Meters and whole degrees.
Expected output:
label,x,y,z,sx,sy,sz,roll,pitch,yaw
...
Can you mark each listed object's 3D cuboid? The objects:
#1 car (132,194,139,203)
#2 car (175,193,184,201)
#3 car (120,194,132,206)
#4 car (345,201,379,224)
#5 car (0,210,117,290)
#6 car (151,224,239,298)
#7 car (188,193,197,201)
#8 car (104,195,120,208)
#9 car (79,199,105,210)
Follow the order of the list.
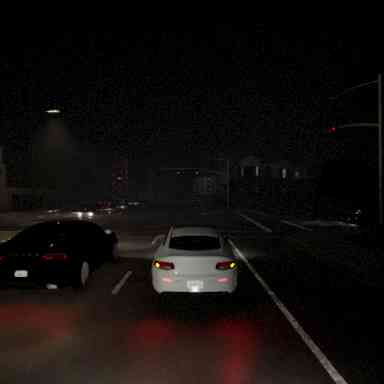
label,x,y,z,sx,sy,sz,roll,pitch,yaw
car,-13.960,1.421,78.808,2.150,2.045,5.566,0,0,0
car,-3.455,1.417,88.985,2.150,2.045,5.566,0,0,0
car,-13.986,1.589,65.980,2.150,2.045,5.566,0,1,0
car,14.262,1.490,25.471,4.553,1.767,2.097,0,-1,0
car,-3.424,1.498,9.172,1.882,1.535,5.008,0,0,0
car,0.073,1.541,8.431,1.812,1.442,4.674,0,0,0
car,0.045,1.413,89.285,2.150,2.045,5.566,0,-1,0
car,-14.056,1.784,55.462,2.097,1.767,4.553,0,0,0
car,-14.080,1.977,46.195,1.895,1.301,4.718,0,-1,0
